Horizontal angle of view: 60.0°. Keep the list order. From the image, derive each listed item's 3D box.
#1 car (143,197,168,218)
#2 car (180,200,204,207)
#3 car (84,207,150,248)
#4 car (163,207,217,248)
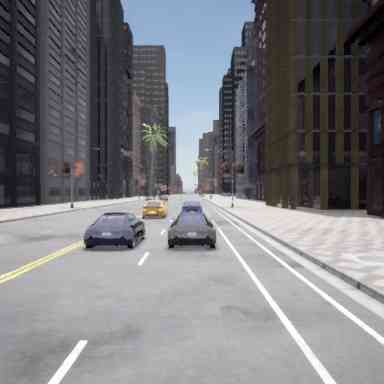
[{"bbox_3d":[-3.250,1.484,29.650,1.882,1.535,5.008,0,0,0],"label":"car"},{"bbox_3d":[0.000,1.484,29.650,1.882,1.535,5.008,0,0,0],"label":"car"},{"bbox_3d":[-3.250,1.570,14.651,1.994,1.385,4.181,0,0,0],"label":"car"},{"bbox_3d":[0.000,1.570,14.650,1.994,1.385,4.181,0,0,0],"label":"car"}]
